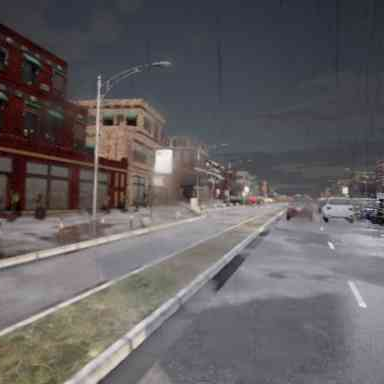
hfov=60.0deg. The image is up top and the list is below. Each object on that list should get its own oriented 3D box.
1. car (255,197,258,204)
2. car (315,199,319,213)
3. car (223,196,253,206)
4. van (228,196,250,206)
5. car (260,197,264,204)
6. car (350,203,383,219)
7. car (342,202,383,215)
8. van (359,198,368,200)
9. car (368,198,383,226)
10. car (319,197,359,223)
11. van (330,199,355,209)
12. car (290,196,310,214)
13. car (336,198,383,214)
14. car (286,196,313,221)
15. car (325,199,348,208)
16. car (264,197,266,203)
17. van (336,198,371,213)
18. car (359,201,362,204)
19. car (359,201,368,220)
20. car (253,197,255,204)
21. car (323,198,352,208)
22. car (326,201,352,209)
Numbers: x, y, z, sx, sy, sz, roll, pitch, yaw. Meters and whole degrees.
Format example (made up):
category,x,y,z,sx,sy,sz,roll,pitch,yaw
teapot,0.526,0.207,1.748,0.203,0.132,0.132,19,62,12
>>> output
category,x,y,z,sx,sy,sz,roll,pitch,yaw
car,11.969,1.993,77.823,5.566,2.045,2.435,1,-1,19
car,16.920,1.950,42.149,1.837,1.490,4.892,1,0,19
car,9.298,1.832,69.928,5.566,2.045,2.435,1,-1,19
van,10.326,1.916,72.510,4.442,1.987,1.878,1,-1,19
car,15.610,2.183,88.451,5.566,2.045,2.435,1,-1,19
car,19.264,1.949,34.758,4.792,1.488,2.163,1,0,18
car,21.908,2.096,42.590,4.674,1.452,2.002,1,-1,18
van,21.112,1.781,39.828,4.442,1.987,1.878,1,-1,18
car,14.969,1.515,21.667,5.566,2.045,2.435,1,0,18
car,12.246,1.461,28.093,2.150,2.045,5.566,1,0,19
van,29.862,2.350,66.096,4.442,1.987,1.878,1,-1,18
car,13.708,1.583,42.017,2.150,2.045,5.566,1,0,19
car,22.757,1.856,45.221,5.566,2.045,2.435,1,-1,18
car,9.611,1.533,29.668,2.097,1.767,4.553,1,0,19
car,33.265,2.649,76.590,4.553,1.767,2.185,1,-1,18
car,16.636,2.478,91.038,5.366,1.575,1.946,1,0,19
van,24.414,1.996,50.476,4.442,1.987,1.878,1,-1,18
car,17.556,1.848,29.518,4.892,1.521,2.231,1,0,18
car,16.675,1.816,26.906,5.008,1.535,2.097,1,0,18
car,11.166,2.225,75.289,4.792,1.488,2.163,1,-1,19
car,32.340,2.474,73.993,5.566,2.045,2.435,1,-1,18
car,31.461,2.706,71.375,4.792,1.488,2.163,1,-1,18
